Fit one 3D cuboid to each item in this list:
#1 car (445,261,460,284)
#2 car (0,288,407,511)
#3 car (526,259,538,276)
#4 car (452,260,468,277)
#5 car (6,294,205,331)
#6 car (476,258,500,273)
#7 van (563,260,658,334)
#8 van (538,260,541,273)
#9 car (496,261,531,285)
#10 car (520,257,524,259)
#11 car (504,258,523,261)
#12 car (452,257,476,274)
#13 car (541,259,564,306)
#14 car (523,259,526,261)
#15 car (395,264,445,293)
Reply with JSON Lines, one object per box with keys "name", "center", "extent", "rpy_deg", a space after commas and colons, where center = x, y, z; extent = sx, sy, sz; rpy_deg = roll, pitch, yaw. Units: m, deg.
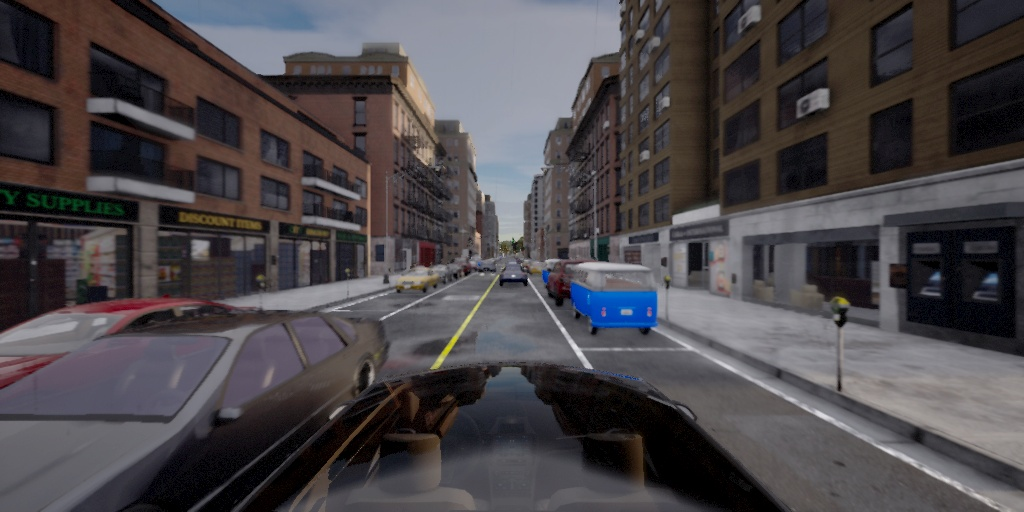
{"name": "car", "center": [-5.392, 1.291, 26.491], "extent": [2.007, 1.370, 4.403], "rpy_deg": [0, 0, 0]}
{"name": "car", "center": [-2.838, 1.297, 3.437], "extent": [2.033, 1.411, 5.357], "rpy_deg": [0, 0, 0]}
{"name": "car", "center": [2.674, 1.261, 37.473], "extent": [1.751, 1.417, 4.829], "rpy_deg": [0, 0, 0]}
{"name": "car", "center": [-5.389, 1.304, 31.897], "extent": [1.948, 1.339, 4.313], "rpy_deg": [0, 0, 0]}
{"name": "car", "center": [-5.403, 1.294, 4.866], "extent": [1.888, 1.381, 4.507], "rpy_deg": [0, 0, 0]}
{"name": "car", "center": [-2.825, 1.299, 41.930], "extent": [1.994, 1.385, 4.181], "rpy_deg": [0, 0, 0]}
{"name": "van", "center": [2.692, 1.087, 10.272], "extent": [1.690, 1.789, 3.998], "rpy_deg": [0, 0, 0]}
{"name": "van", "center": [2.685, 1.083, 21.085], "extent": [1.690, 1.789, 3.998], "rpy_deg": [0, 0, 0]}
{"name": "car", "center": [0.099, 1.305, 25.754], "extent": [1.994, 1.385, 4.181], "rpy_deg": [0, 0, 0]}
{"name": "car", "center": [2.659, 1.253, 59.097], "extent": [1.751, 1.417, 4.829], "rpy_deg": [0, 0, 0]}
{"name": "car", "center": [0.108, 1.259, 43.634], "extent": [1.812, 1.442, 4.674], "rpy_deg": [0, 0, 0]}
{"name": "car", "center": [-5.386, 1.051, 37.303], "extent": [2.192, 1.841, 5.009], "rpy_deg": [0, 0, 0]}
{"name": "car", "center": [2.688, 1.059, 15.678], "extent": [2.192, 1.841, 5.009], "rpy_deg": [0, 0, 0]}
{"name": "car", "center": [2.670, 1.173, 42.709], "extent": [1.967, 1.591, 4.097], "rpy_deg": [0, 0, 0]}
{"name": "car", "center": [-5.394, 1.268, 20.916], "extent": [1.751, 1.417, 4.829], "rpy_deg": [0, 0, 0]}
